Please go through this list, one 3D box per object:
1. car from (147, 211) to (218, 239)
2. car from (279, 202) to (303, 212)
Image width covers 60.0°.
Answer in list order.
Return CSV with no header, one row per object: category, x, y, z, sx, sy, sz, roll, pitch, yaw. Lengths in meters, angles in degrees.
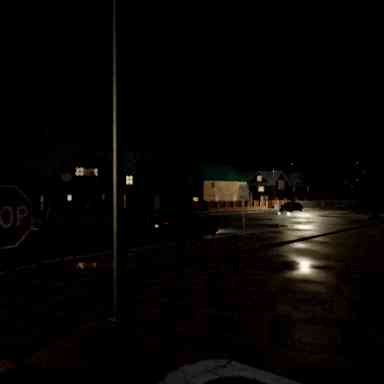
car,-0.429,1.728,18.400,1.994,1.385,4.181,-1,-1,43
car,14.552,2.175,48.696,1.837,1.490,4.892,-1,-1,43
